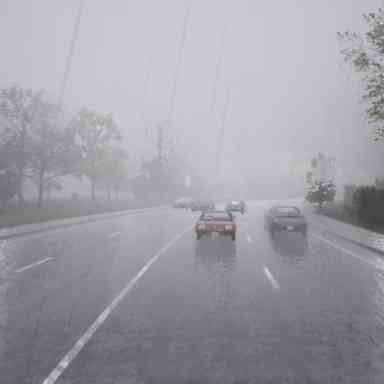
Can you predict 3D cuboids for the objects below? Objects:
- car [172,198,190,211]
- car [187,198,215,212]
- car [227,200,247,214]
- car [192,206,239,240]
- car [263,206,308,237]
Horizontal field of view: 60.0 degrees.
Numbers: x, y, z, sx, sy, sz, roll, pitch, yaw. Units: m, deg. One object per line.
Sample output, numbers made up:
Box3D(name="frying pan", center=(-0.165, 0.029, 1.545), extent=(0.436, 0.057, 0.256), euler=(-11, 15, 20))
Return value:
Box3D(name="car", center=(-0.910, 1.453, 41.629), extent=(1.882, 1.535, 5.008), euler=(0, 0, 17))
Box3D(name="car", center=(1.255, 1.590, 36.396), extent=(1.895, 1.301, 4.718), euler=(0, 0, 15))
Box3D(name="car", center=(4.733, 1.552, 35.174), extent=(2.033, 1.411, 5.357), euler=(0, 0, 14))
Box3D(name="car", center=(1.313, 1.600, 17.123), extent=(1.895, 1.301, 4.718), euler=(0, 0, 7))
Box3D(name="car", center=(5.011, 1.503, 18.218), extent=(2.128, 1.511, 4.902), euler=(0, 0, 8))
